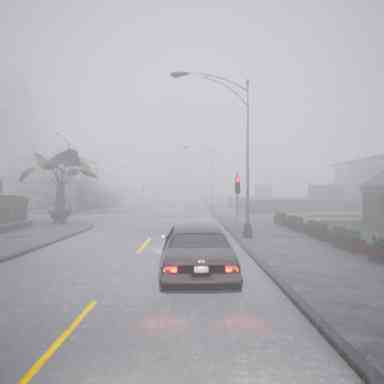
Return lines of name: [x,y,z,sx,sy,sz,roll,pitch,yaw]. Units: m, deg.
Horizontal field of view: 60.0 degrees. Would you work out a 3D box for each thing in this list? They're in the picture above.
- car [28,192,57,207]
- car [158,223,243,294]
car: [-19.770,0.968,43.857,1.905,1.878,3.866,0,0,35]
car: [0.111,1.544,8.948,2.033,1.411,5.357,0,0,-2]
